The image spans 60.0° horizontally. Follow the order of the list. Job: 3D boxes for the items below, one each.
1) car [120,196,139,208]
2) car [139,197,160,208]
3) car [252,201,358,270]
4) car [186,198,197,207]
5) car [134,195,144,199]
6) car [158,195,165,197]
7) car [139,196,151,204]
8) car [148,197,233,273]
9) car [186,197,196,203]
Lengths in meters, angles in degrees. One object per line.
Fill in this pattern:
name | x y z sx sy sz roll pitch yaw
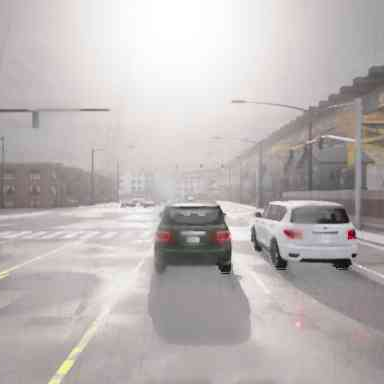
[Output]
car | -10.754 1.931 56.285 1.812 1.442 4.674 0 0 0
car | -7.262 1.960 57.516 2.033 1.411 5.357 0 0 0
car | 3.542 1.306 11.493 2.150 2.045 5.566 0 0 0
car | -0.125 1.932 59.797 1.837 1.490 4.892 0 0 0
car | -10.730 1.695 65.953 2.150 2.045 5.566 0 0 0
car | -7.246 1.780 77.411 2.150 2.045 5.566 0 0 0
car | -10.742 1.901 76.038 2.097 1.767 4.553 0 0 0
car | 0.031 1.304 11.054 2.150 2.045 5.566 0 0 0
car | -0.302 2.151 87.631 2.128 1.511 4.902 0 0 -3
